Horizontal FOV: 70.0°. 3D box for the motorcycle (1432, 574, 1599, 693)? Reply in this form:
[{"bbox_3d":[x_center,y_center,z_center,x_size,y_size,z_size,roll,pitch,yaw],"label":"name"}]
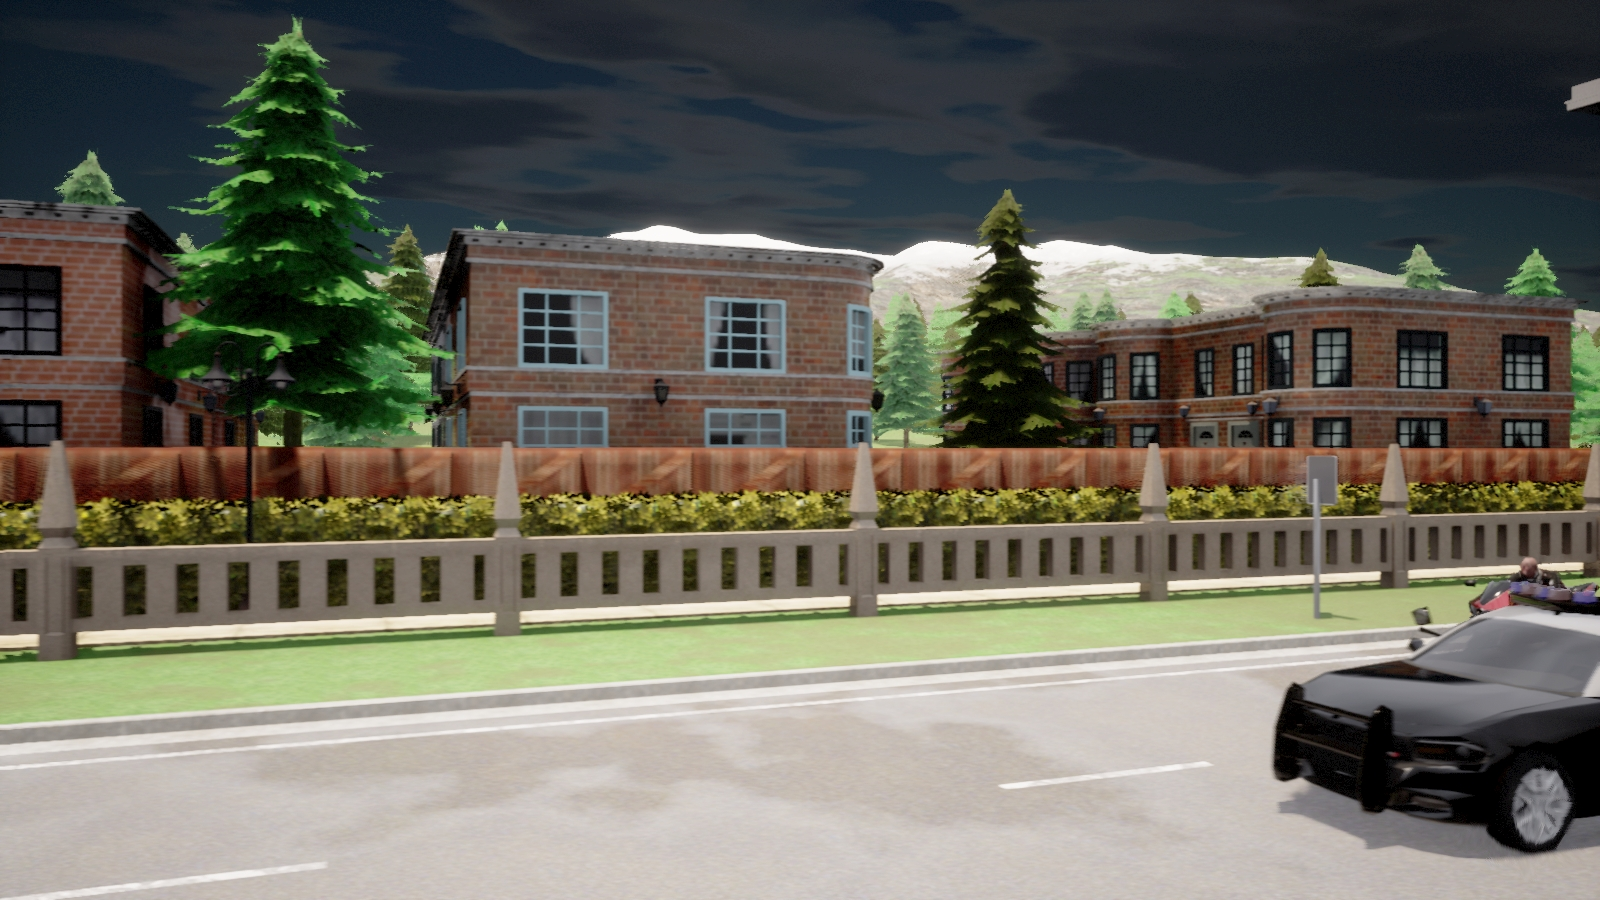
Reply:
[{"bbox_3d":[8.960,2.208,14.010,2.209,1.251,0.867,1,0,-20],"label":"motorcycle"}]

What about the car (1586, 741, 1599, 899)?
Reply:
[{"bbox_3d":[5.827,2.067,4.761,4.193,1.474,1.816,0,0,-12],"label":"car"}]

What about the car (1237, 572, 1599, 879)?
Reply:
[{"bbox_3d":[6.441,1.984,9.367,5.238,1.638,2.097,0,0,-20],"label":"car"}]
